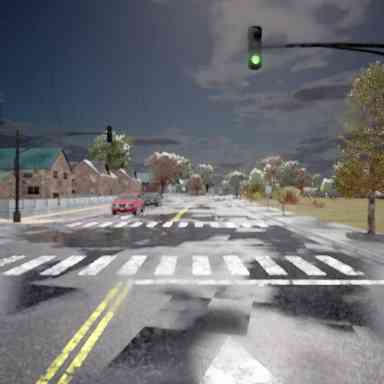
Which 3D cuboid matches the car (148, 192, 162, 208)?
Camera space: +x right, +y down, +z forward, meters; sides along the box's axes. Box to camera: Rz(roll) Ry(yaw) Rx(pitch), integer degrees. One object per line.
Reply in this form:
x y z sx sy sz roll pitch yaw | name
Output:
-5.447 1.063 45.291 2.150 2.045 5.566 0 0 3 | car

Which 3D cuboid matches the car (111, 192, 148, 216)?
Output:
-6.000 1.115 31.629 2.150 2.045 5.566 0 0 2 | car
